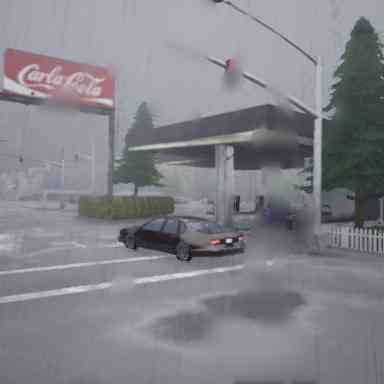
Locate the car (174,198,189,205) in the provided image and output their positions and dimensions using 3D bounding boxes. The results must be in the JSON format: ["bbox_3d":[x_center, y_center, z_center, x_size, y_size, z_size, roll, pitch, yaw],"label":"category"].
[{"bbox_3d":[-2.565,2.082,73.358,2.007,1.523,4.514,1,-1,-36],"label":"car"}]

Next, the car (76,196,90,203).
[{"bbox_3d":[-25.746,1.695,78.447,1.970,1.475,3.806,1,-1,-36],"label":"car"}]

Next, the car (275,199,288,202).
[{"bbox_3d":[19.623,2.536,79.989,2.152,1.636,5.027,1,-1,-36],"label":"car"}]

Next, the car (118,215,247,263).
[{"bbox_3d":[-0.577,1.558,12.117,2.033,1.411,5.357,2,-1,-44],"label":"car"}]

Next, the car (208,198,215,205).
[{"bbox_3d":[5.532,2.291,79.210,1.845,1.501,3.633,1,-1,-36],"label":"car"}]

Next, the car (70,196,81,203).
[{"bbox_3d":[-24.553,1.702,70.593,2.007,1.523,4.514,1,-1,-36],"label":"car"}]

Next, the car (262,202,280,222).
[{"bbox_3d":[8.523,2.016,30.505,4.611,1.667,2.242,1,-1,-36],"label":"car"}]

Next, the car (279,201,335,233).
[{"bbox_3d":[8.358,1.776,23.377,3.866,1.878,1.905,1,-1,-36],"label":"car"}]
